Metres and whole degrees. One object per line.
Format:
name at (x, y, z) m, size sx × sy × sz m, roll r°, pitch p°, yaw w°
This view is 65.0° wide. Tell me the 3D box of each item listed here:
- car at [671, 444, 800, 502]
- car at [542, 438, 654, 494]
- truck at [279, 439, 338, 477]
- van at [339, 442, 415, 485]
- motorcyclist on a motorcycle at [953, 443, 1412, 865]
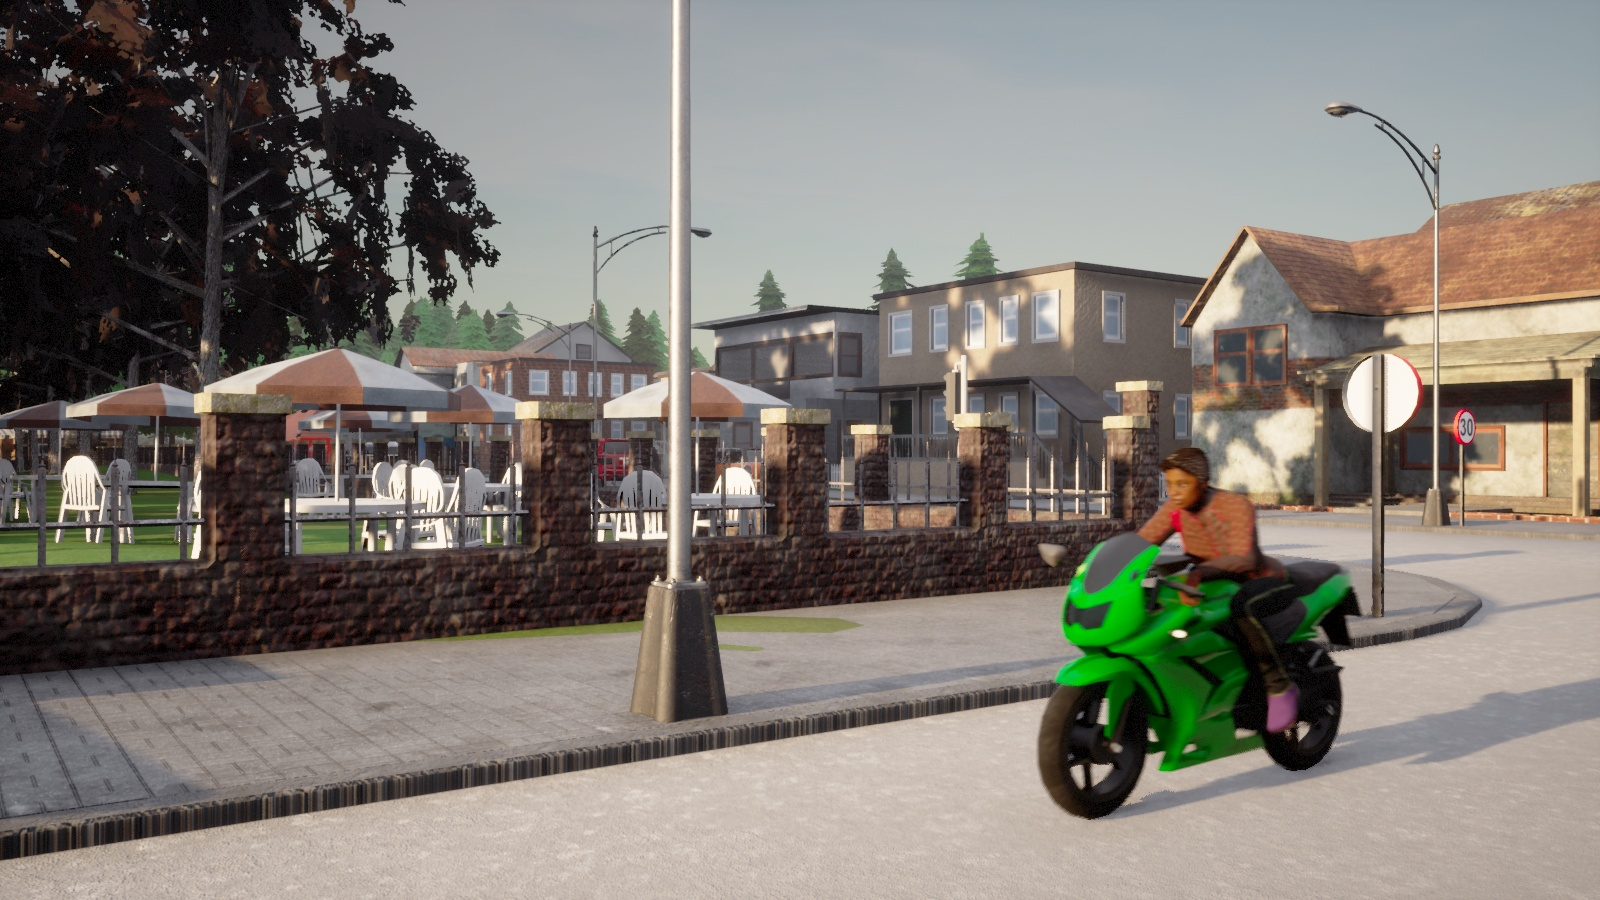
car at (-2.155, 0.708, 40.806) m, size 2.097 × 1.767 × 4.553 m, roll 0°, pitch 0°, yaw -35°
car at (-7.976, 0.601, 49.126) m, size 2.150 × 2.045 × 5.566 m, roll 0°, pitch 0°, yaw -35°
truck at (-33.577, 0.539, 85.711) m, size 2.627 × 2.467 × 5.204 m, roll 0°, pitch 0°, yaw -35°
van at (-21.552, 0.670, 64.115) m, size 2.069 × 2.038 × 4.480 m, roll -1°, pitch 0°, yaw 4°
motorcyclist on a motorcycle at (1.704, 0.737, 5.440) m, size 2.044 × 1.523 × 0.797 m, roll 0°, pitch 0°, yaw -34°
